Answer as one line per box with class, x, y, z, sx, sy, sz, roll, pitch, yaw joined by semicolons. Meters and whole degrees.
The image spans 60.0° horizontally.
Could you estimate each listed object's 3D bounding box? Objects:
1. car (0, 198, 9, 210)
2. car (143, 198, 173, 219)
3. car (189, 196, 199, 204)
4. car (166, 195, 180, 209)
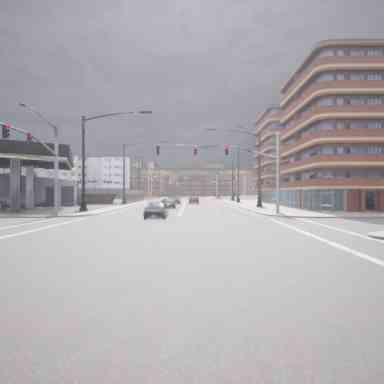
car;-23.943;1.456;39.446;3.806;1.475;1.970;0;0;1
car;-3.051;1.547;28.958;2.033;1.411;5.357;0;0;0
car;0.346;1.491;63.754;2.128;1.511;4.902;0;0;0
car;-3.138;1.492;45.494;2.128;1.511;4.902;0;0;0
